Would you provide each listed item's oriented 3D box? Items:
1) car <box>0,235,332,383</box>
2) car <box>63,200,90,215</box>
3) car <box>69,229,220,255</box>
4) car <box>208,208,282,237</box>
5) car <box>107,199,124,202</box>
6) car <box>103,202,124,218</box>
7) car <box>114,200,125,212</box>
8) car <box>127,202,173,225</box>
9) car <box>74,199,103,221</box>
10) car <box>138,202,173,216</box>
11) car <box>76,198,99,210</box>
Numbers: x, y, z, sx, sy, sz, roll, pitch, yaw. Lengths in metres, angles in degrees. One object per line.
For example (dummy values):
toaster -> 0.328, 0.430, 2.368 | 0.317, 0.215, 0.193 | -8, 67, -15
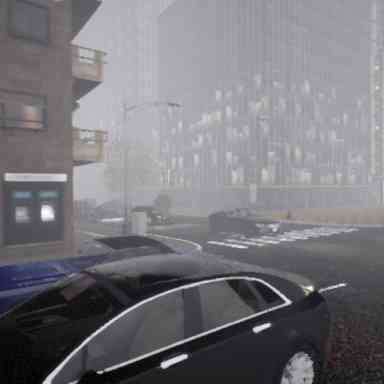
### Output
car -> -0.592, 1.495, 3.267 | 4.892, 1.490, 1.837 | 0, 0, -36
car -> -15.174, 1.973, 43.386 | 2.097, 1.767, 4.553 | -1, 0, -36
car -> -1.689, 1.588, 6.473 | 4.718, 1.301, 1.895 | 0, 0, -35
car -> 2.774, 1.642, 18.460 | 2.128, 1.511, 4.902 | -1, 0, -32
car -> -11.123, 1.881, 47.529 | 2.192, 1.841, 5.009 | -2, 0, -36
car -> -9.260, 2.031, 35.342 | 1.994, 1.385, 4.181 | -1, 0, -36
car -> -8.002, 2.036, 43.304 | 2.008, 1.369, 4.403 | -2, 0, -36
car -> -3.406, 1.820, 27.379 | 1.837, 1.490, 4.892 | -1, -1, -37
car -> -11.236, 1.809, 33.382 | 2.192, 1.841, 5.009 | -2, 0, -36
car -> -4.268, 1.940, 38.523 | 2.008, 1.369, 4.403 | -2, 0, -36
car -> -17.834, 2.056, 56.637 | 2.192, 1.841, 5.009 | -2, 0, -36
